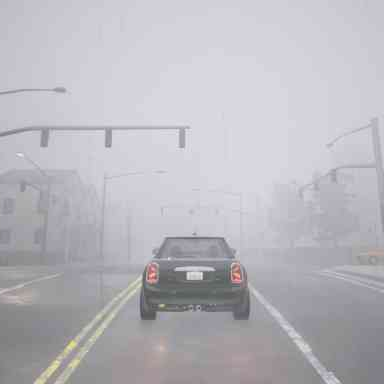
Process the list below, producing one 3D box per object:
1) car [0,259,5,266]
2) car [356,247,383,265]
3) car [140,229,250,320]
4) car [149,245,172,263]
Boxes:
[{"bbox_3d":[-18.634,6.352,28.181,5.008,1.535,1.882,-9,-11,0],"label":"car"},{"bbox_3d":[16.463,5.362,28.062,5.008,1.535,1.882,0,-11,1],"label":"car"},{"bbox_3d":[0.061,1.807,8.226,2.097,1.767,4.553,0,-7,0],"label":"car"},{"bbox_3d":[-3.640,7.407,39.591,2.150,2.045,5.566,0,-11,0],"label":"car"}]
